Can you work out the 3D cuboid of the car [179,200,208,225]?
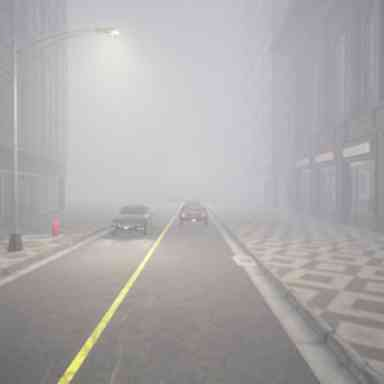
[{"bbox_3d":[0.104,1.494,23.139,1.895,1.301,4.718,0,0,0],"label":"car"}]

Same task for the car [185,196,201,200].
[{"bbox_3d":[0.103,1.299,41.621,2.128,1.511,4.902,0,0,0],"label":"car"}]

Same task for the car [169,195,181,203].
[{"bbox_3d":[-3.039,1.281,60.134,1.994,1.385,4.181,0,0,1],"label":"car"}]

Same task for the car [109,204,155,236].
[{"bbox_3d":[-3.099,1.421,18.014,1.837,1.490,4.892,0,0,0],"label":"car"}]
